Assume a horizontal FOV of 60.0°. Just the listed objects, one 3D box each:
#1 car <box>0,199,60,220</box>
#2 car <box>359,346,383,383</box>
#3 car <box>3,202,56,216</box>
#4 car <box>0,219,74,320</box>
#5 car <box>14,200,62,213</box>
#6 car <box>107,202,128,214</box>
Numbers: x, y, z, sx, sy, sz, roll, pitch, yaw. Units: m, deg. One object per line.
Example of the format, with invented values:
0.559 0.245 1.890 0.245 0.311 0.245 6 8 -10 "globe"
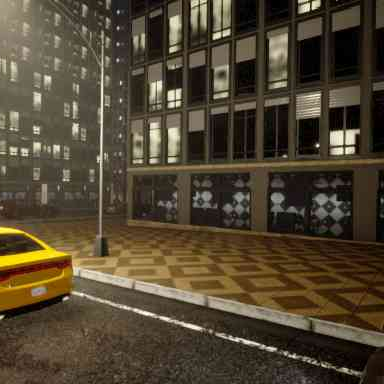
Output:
-14.387 1.519 29.600 2.192 1.841 5.009 1 0 36 "car"
3.479 1.548 1.217 5.357 1.411 2.033 0 0 35 "car"
-17.254 1.739 35.473 1.895 1.301 4.718 1 0 36 "car"
-4.540 1.474 6.890 5.008 1.535 1.882 0 0 35 "car"
-17.912 1.643 38.964 1.752 1.417 4.829 1 0 36 "car"
-7.617 1.830 38.831 1.752 1.417 4.829 1 0 36 "car"
